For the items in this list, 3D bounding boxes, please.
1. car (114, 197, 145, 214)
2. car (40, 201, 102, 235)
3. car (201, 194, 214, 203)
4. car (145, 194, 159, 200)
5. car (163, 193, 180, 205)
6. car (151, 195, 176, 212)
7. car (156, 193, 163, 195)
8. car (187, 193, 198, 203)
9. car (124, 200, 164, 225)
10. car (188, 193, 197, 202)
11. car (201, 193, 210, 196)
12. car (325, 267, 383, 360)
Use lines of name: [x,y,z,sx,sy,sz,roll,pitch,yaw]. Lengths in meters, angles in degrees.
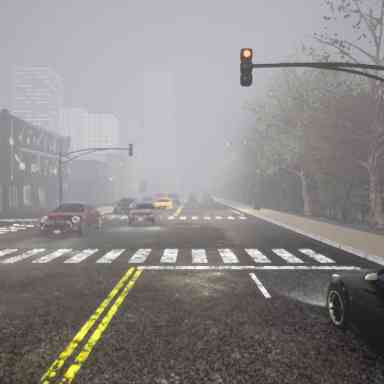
car: [-6.627,1.340,34.518,2.097,1.767,4.553,0,0,2]
car: [-6.585,1.347,18.475,2.097,1.767,4.553,0,0,0]
car: [3.408,1.573,66.884,1.895,1.301,4.718,0,0,0]
car: [-6.552,1.458,49.998,1.882,1.535,5.008,0,0,0]
car: [-3.287,1.201,57.408,2.150,2.045,5.566,0,0,0]
car: [-3.316,1.464,39.589,1.882,1.535,5.008,0,0,0]
car: [-6.445,1.195,67.792,2.150,2.045,5.566,0,0,0]
car: [0.159,1.449,67.923,1.882,1.535,5.008,0,0,0]
car: [-3.329,1.519,23.875,1.812,1.442,4.674,0,0,0]
car: [0.067,1.191,78.116,2.150,2.045,5.566,0,0,0]
car: [3.315,1.191,76.864,2.150,2.045,5.566,0,0,0]
car: [3.353,1.563,4.245,1.994,1.385,4.181,0,0,0]
